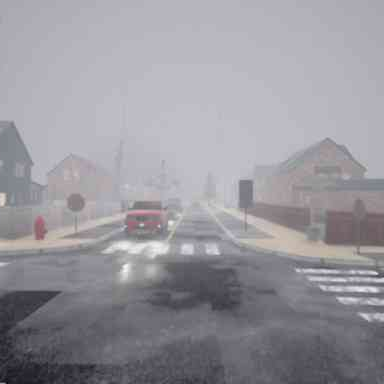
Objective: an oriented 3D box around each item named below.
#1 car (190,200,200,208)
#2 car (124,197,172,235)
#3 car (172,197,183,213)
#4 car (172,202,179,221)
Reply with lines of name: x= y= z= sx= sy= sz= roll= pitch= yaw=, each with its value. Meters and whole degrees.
car: x=0.631 y=2.276 z=65.515 sx=1.882 sy=1.535 sz=5.008 roll=0 pitch=-2 yaw=0
car: x=-2.672 y=1.449 z=20.693 sx=2.150 sy=2.045 sz=5.566 roll=0 pitch=-1 yaw=1
car: x=-2.451 y=1.763 z=46.205 sx=2.150 sy=2.045 sz=5.566 roll=0 pitch=-1 yaw=1
car: x=-2.573 y=1.917 z=31.462 sx=1.994 sy=1.385 sz=4.181 roll=0 pitch=-1 yaw=1
